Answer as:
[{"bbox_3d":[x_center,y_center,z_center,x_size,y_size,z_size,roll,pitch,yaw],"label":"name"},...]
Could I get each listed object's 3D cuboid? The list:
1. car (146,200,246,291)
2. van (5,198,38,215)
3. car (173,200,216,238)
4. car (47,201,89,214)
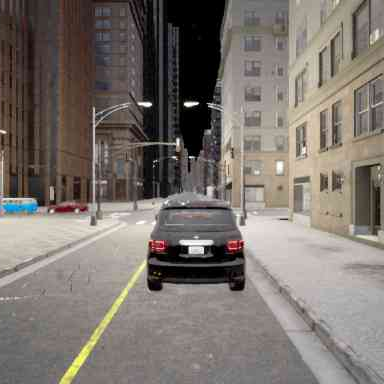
[{"bbox_3d":[0.103,1.223,9.142,2.150,2.045,5.566,0,0,0],"label":"car"},{"bbox_3d":[-19.590,1.589,37.489,3.998,1.788,1.690,-1,0,0],"label":"van"},{"bbox_3d":[0.103,1.356,18.591,2.097,1.767,4.553,0,0,0],"label":"car"},{"bbox_3d":[-13.964,1.724,37.467,4.507,1.381,1.887,-1,0,0],"label":"car"}]
